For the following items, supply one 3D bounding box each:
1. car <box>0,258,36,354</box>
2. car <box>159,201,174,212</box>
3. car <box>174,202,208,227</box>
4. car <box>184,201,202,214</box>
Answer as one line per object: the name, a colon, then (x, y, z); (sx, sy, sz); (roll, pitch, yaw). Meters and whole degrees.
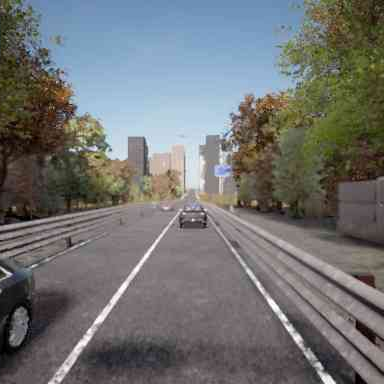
car: (-3.348, 1.508, 3.310); (1.837, 1.490, 4.892); (0, 0, 0)
car: (-3.323, 1.957, 45.157); (1.812, 1.442, 4.674); (0, -1, 0)
car: (0.085, 1.612, 23.463); (2.128, 1.511, 4.902); (0, -1, 0)
car: (0.107, 1.919, 41.788); (2.033, 1.411, 5.357); (0, -1, 0)
